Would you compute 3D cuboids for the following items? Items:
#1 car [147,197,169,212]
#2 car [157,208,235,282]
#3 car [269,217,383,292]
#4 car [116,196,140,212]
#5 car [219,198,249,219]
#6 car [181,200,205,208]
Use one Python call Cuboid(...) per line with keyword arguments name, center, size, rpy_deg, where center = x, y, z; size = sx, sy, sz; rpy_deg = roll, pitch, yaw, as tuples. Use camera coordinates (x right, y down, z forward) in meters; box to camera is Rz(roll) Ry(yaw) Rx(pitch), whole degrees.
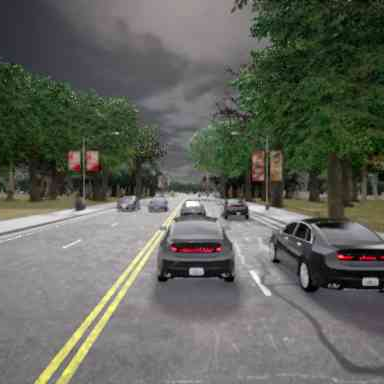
Cuboid(name="car", center=(-3.372, 1.236, 33.996), size=(1.812, 1.442, 4.674), rpy_deg=(0, 0, 0))
Cuboid(name="car", center=(0.093, 1.414, 9.456), size=(1.837, 1.490, 4.892), rpy_deg=(0, 0, 0))
Cuboid(name="car", center=(3.344, 1.421, 8.663), size=(1.837, 1.490, 4.892), rpy_deg=(0, 0, 0))
Cuboid(name="car", center=(-6.622, 1.194, 34.960), size=(2.128, 1.511, 4.902), rpy_deg=(0, 0, 0))
Cuboid(name="car", center=(3.333, 1.276, 26.397), size=(1.837, 1.490, 4.892), rpy_deg=(0, 0, 0))
Cuboid(name="car", center=(0.081, 1.332, 26.831), size=(1.994, 1.385, 4.181), rpy_deg=(0, 0, 0))
